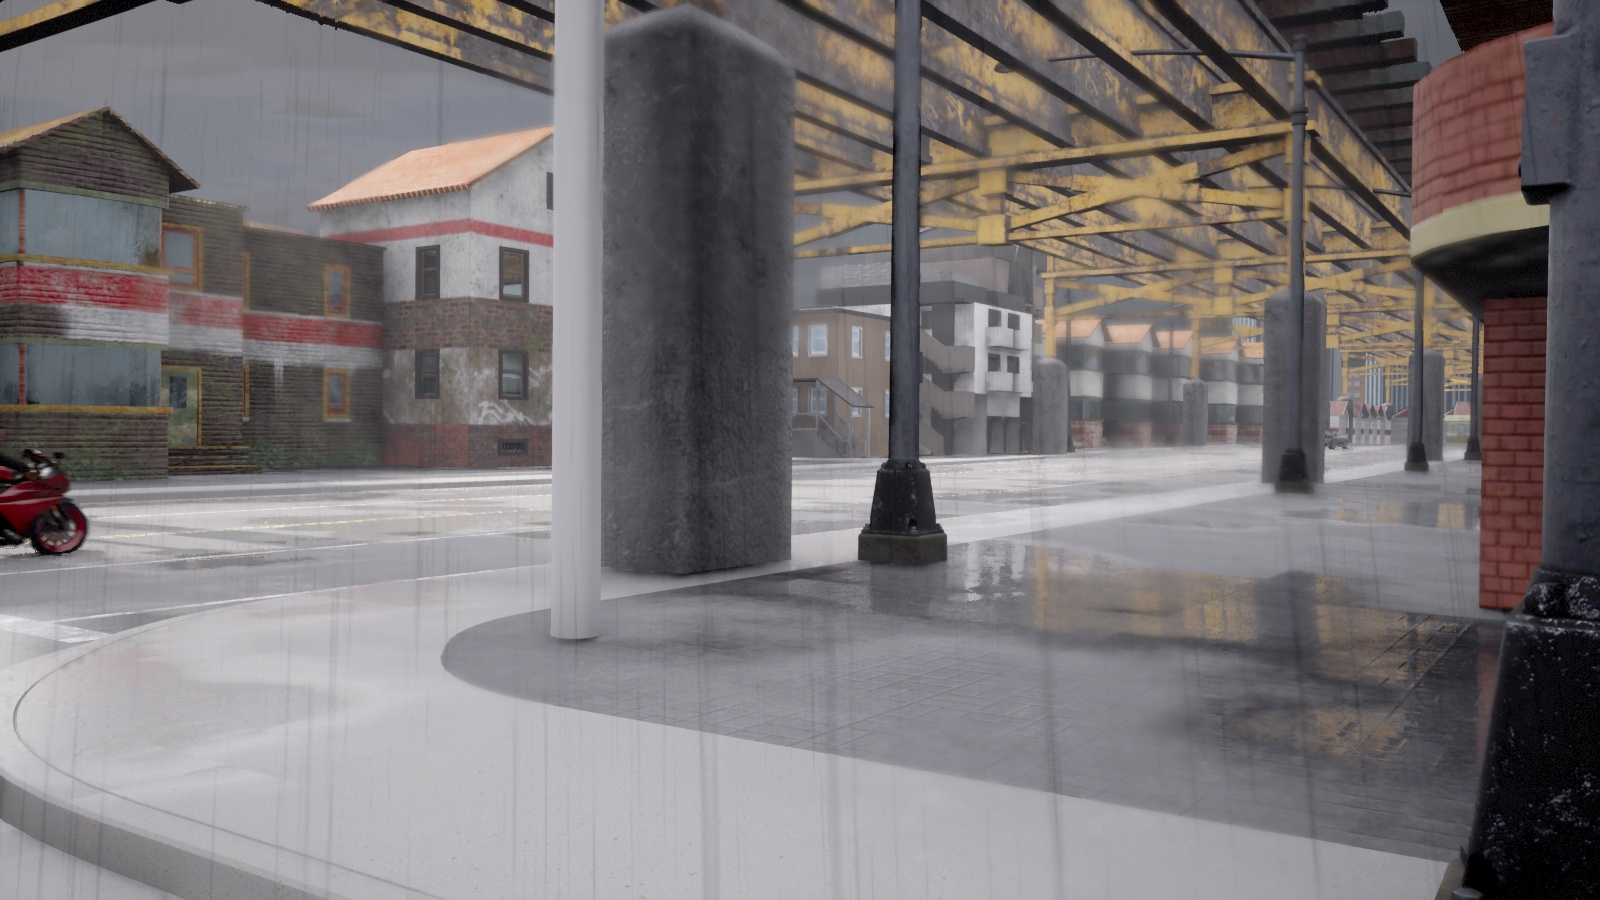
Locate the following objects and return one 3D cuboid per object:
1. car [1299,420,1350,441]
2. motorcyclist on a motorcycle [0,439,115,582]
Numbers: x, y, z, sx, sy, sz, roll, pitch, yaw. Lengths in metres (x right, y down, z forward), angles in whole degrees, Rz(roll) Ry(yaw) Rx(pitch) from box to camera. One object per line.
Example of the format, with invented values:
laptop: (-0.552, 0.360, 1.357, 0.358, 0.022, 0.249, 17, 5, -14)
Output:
car: (37.627, -1.415, 90.020, 1.994, 1.385, 4.181, 0, 2, 43)
motorcyclist on a motorcycle: (-8.926, 0.658, 13.890, 0.866, 1.530, 2.191, 0, 1, 33)
